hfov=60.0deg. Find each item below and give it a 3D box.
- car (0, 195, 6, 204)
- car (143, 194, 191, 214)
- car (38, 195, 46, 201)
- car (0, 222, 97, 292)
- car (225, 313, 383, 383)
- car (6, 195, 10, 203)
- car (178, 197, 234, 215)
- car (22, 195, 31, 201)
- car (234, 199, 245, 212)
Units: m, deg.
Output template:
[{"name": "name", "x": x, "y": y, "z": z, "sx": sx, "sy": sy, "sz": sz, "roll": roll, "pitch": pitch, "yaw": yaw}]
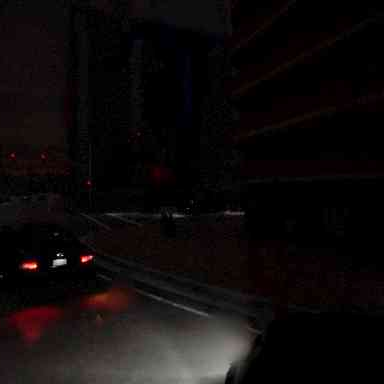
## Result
[{"name": "car", "x": -34.696, "y": 1.597, "z": 58.777, "sx": 1.895, "sy": 1.301, "sz": 4.718, "roll": 0, "pitch": 0, "yaw": -23}, {"name": "car", "x": -2.541, "y": 1.276, "z": 36.529, "sx": 5.566, "sy": 2.045, "sz": 2.150, "roll": 0, "pitch": 0, "yaw": -22}, {"name": "car", "x": -37.061, "y": 1.535, "z": 82.373, "sx": 2.033, "sy": 1.411, "sz": 5.357, "roll": 0, "pitch": 0, "yaw": -23}, {"name": "car", "x": -4.390, "y": 1.547, "z": 9.074, "sx": 2.033, "sy": 1.411, "sz": 5.357, "roll": 0, "pitch": 0, "yaw": -39}, {"name": "car", "x": 2.827, "y": 1.547, "z": 2.052, "sx": 5.357, "sy": 1.411, "sz": 2.033, "roll": 0, "pitch": 0, "yaw": 35}, {"name": "car", "x": -38.676, "y": 1.351, "z": 68.217, "sx": 2.097, "sy": 1.767, "sz": 4.553, "roll": 0, "pitch": 0, "yaw": -23}, {"name": "car", "x": 1.448, "y": 1.559, "z": 34.392, "sx": 4.892, "sy": 1.490, "sz": 1.837, "roll": 0, "pitch": 0, "yaw": -22}, {"name": "car", "x": -40.150, "y": 1.521, "z": 80.691, "sx": 2.128, "sy": 1.511, "sz": 4.902, "roll": 0, "pitch": 0, "yaw": -23}, {"name": "car", "x": 6.613, "y": 1.559, "z": 40.320, "sx": 4.892, "sy": 1.490, "sz": 1.837, "roll": 0, "pitch": 0, "yaw": -22}]
